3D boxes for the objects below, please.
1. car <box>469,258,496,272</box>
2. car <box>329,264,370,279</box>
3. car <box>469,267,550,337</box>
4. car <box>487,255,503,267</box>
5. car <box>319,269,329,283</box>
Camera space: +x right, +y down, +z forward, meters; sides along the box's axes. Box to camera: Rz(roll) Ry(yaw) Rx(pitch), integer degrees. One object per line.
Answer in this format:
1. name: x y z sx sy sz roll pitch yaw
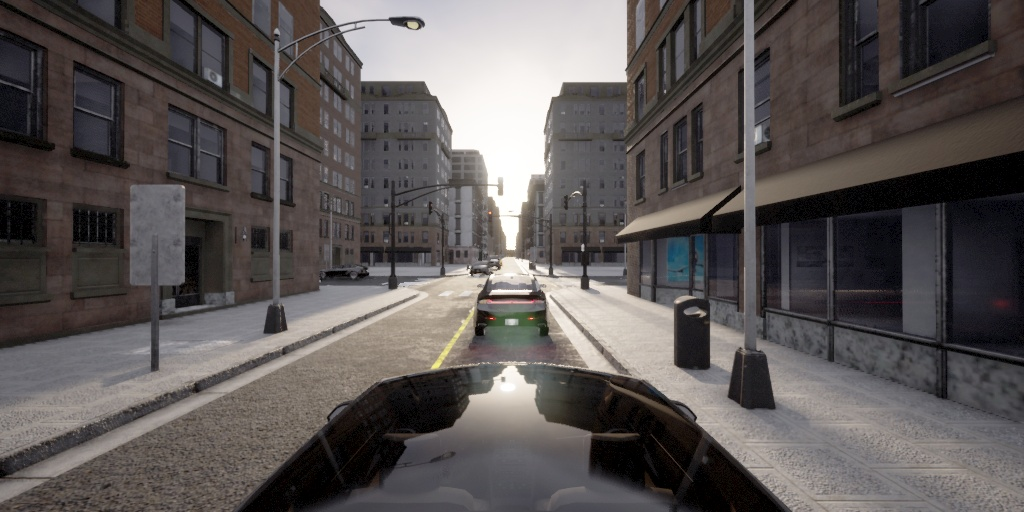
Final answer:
1. car: -3.120 1.235 37.039 1.837 1.490 4.892 0 0 5
2. car: -14.782 1.328 31.493 4.313 1.339 1.948 0 0 0
3. car: -0.005 1.241 10.330 2.128 1.511 4.902 0 0 0
4. car: -2.880 0.926 53.235 2.150 2.045 5.566 0 1 0
5. car: -14.783 1.288 23.466 4.313 1.339 1.948 0 0 0
